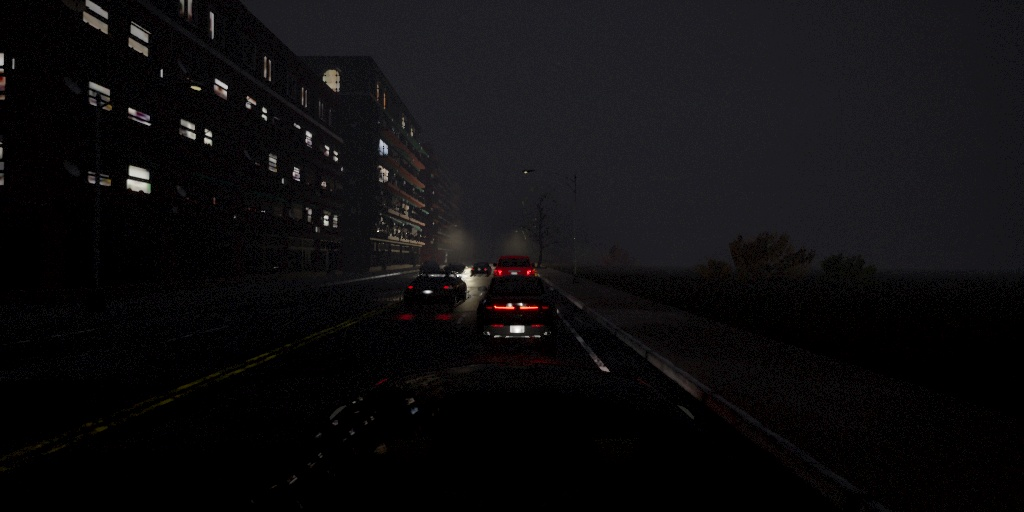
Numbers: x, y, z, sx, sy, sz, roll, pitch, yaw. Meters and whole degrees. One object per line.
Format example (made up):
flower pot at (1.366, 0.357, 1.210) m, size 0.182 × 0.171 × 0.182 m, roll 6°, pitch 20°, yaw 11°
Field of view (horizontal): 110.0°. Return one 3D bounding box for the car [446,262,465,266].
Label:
car at (-6.565, 1.354, 41.080) m, size 1.895 × 1.301 × 4.718 m, roll 0°, pitch 0°, yaw 0°

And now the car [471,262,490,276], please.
car at (-3.109, 1.301, 36.543) m, size 2.033 × 1.411 × 5.357 m, roll 0°, pitch 0°, yaw 0°

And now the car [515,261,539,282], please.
car at (1.164, 1.209, 30.538) m, size 1.801 × 1.575 × 5.366 m, roll 0°, pitch 0°, yaw 0°

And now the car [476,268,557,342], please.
car at (0.109, 1.256, 9.784) m, size 1.837 × 1.490 × 4.892 m, roll 0°, pitch 0°, yaw 0°

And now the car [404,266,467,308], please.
car at (-3.137, 1.315, 15.357) m, size 1.994 × 1.385 × 4.181 m, roll 0°, pitch 0°, yaw 0°

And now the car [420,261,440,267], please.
car at (-9.813, 1.279, 43.181) m, size 1.812 × 1.442 × 4.674 m, roll 0°, pitch 0°, yaw 0°

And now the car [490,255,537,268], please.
car at (0.117, 0.974, 20.131) m, size 2.150 × 2.045 × 5.566 m, roll 0°, pitch 0°, yaw 0°
